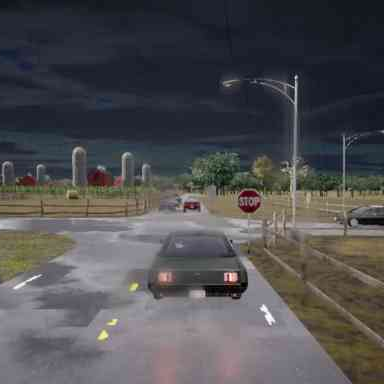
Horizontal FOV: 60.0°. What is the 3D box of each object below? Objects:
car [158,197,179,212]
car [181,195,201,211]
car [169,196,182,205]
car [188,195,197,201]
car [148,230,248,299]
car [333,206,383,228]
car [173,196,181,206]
[{"bbox_3d":[-2.784,1.570,38.173,1.895,1.301,4.718,0,0,-1],"label":"car"},{"bbox_3d":[0.038,1.445,39.308,1.882,1.535,5.008,0,0,1],"label":"car"},{"bbox_3d":[-2.796,1.479,58.720,2.033,1.411,5.357,0,0,0],"label":"car"},{"bbox_3d":[0.040,1.439,78.602,1.994,1.385,4.181,0,0,0],"label":"car"},{"bbox_3d":[0.107,1.597,8.361,1.895,1.301,4.718,0,0,0],"label":"car"},{"bbox_3d":[12.716,1.747,23.951,4.892,1.490,1.837,1,1,0],"label":"car"},{"bbox_3d":[-2.817,1.516,48.246,1.994,1.385,4.181,0,0,0],"label":"car"}]
